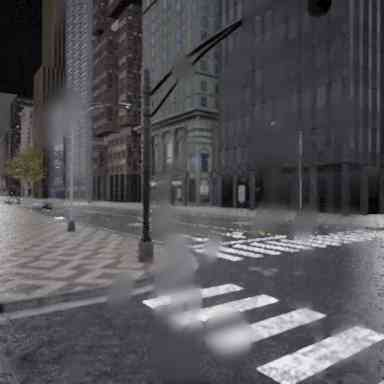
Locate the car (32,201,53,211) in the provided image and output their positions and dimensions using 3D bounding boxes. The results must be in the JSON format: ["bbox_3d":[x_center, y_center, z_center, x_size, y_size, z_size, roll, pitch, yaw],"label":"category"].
[{"bbox_3d":[-20.271,1.851,44.919,1.994,1.385,4.181,0,0,-36],"label":"car"}]

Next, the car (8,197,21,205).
[{"bbox_3d":[-35.152,1.832,65.770,2.128,1.511,4.902,0,0,-36],"label":"car"}]
